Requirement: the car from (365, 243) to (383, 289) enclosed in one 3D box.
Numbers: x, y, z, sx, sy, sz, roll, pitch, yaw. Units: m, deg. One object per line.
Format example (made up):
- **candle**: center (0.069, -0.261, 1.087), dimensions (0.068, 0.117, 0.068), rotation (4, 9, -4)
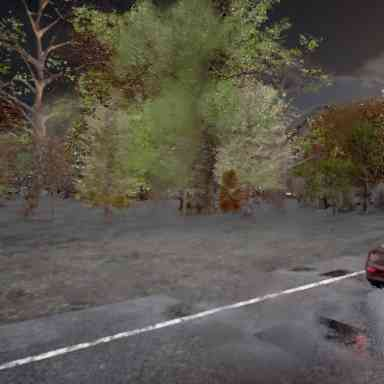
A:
- **car**: center (5.964, 1.562, 8.000), dimensions (4.674, 1.442, 1.812), rotation (0, 0, -35)
